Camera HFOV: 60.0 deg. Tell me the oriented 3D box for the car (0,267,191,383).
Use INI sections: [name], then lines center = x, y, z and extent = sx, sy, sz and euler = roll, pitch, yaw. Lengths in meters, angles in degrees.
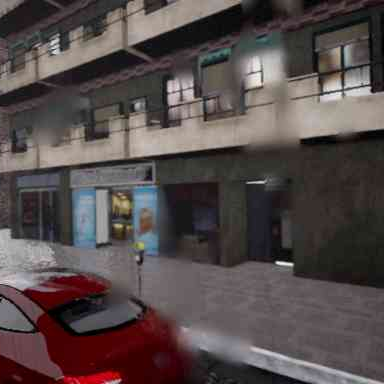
[car]
center = -1.956, 1.617, 4.091
extent = 4.206, 1.307, 1.802
euler = -1, -1, 35
